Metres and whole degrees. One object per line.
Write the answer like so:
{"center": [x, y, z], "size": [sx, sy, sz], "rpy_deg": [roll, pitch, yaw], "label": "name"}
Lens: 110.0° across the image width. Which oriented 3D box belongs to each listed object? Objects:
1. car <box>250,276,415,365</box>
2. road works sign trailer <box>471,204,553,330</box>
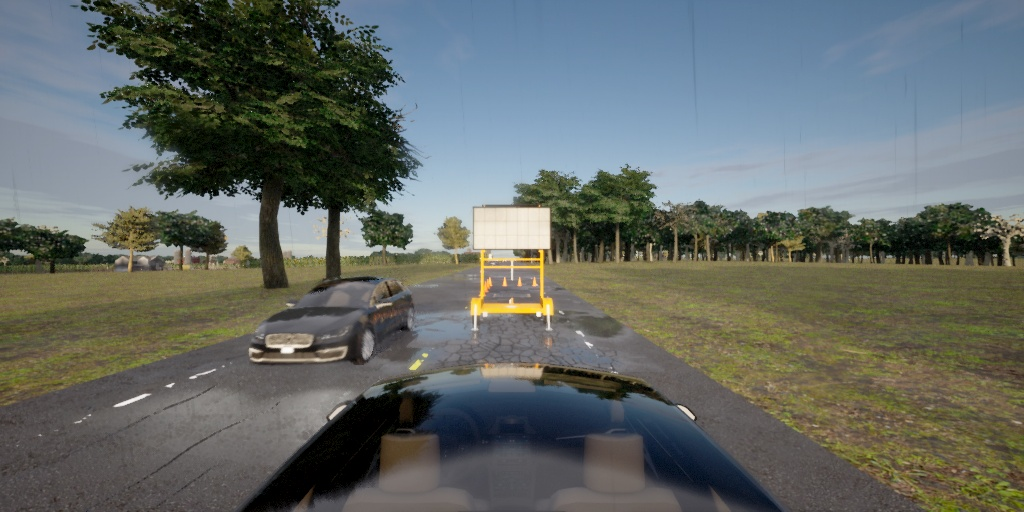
{"center": [-3.597, 1.256, 8.171], "size": [1.837, 1.490, 4.892], "rpy_deg": [0, 0, 0], "label": "car"}
{"center": [0.001, 0.217, 11.112], "size": [2.380, 3.560, 2.880], "rpy_deg": [0, 0, 0], "label": "road works sign trailer"}
